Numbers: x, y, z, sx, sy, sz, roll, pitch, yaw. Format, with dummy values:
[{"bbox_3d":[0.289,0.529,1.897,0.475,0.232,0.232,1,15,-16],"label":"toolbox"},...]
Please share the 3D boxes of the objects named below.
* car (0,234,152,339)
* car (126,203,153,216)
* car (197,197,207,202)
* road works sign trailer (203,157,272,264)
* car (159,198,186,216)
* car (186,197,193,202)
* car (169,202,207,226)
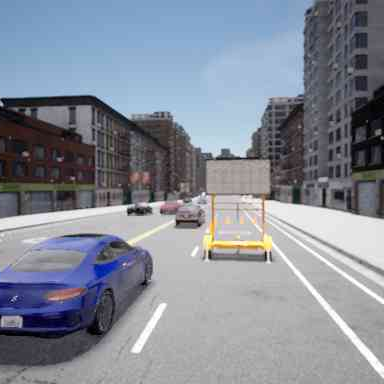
[{"bbox_3d":[-2.123,1.566,6.697,1.812,1.442,4.674,0,0,6],"label":"car"},{"bbox_3d":[-5.581,1.839,35.854,1.895,1.301,4.718,0,0,6],"label":"car"},{"bbox_3d":[2.394,1.853,76.774,2.097,1.767,4.553,0,-1,6],"label":"car"},{"bbox_3d":[1.695,0.530,12.275,2.380,3.560,2.880,0,0,9],"label":"road works sign trailer"},{"bbox_3d":[-2.257,1.713,36.336,1.882,1.535,5.008,0,0,6],"label":"car"},{"bbox_3d":[-0.932,2.012,76.278,1.837,1.490,4.892,0,-1,6],"label":"car"},{"bbox_3d":[-0.076,1.698,24.882,2.033,1.411,5.357,0,0,6],"label":"car"}]
